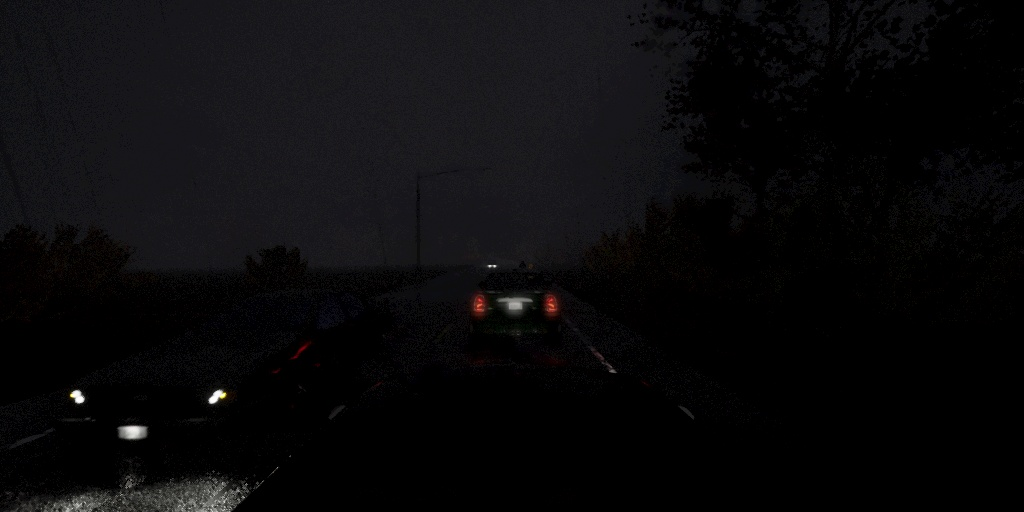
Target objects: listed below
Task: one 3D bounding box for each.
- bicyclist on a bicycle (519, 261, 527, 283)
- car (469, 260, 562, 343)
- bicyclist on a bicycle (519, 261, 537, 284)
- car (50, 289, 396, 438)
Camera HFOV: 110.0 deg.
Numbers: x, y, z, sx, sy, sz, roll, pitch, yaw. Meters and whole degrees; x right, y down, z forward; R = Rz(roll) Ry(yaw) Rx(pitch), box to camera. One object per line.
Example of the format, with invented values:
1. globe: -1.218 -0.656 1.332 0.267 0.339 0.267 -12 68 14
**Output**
1. bicyclist on a bicycle: 0.823 1.193 27.323 0.582 1.620 1.656 0 0 0
2. car: 0.067 1.099 9.862 2.097 1.767 4.553 0 0 0
3. bicyclist on a bicycle: 0.893 1.181 17.207 0.866 1.612 1.509 0 0 0
4. car: -3.621 1.296 6.087 2.033 1.411 5.357 0 0 0
